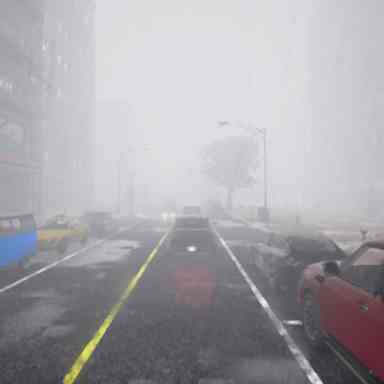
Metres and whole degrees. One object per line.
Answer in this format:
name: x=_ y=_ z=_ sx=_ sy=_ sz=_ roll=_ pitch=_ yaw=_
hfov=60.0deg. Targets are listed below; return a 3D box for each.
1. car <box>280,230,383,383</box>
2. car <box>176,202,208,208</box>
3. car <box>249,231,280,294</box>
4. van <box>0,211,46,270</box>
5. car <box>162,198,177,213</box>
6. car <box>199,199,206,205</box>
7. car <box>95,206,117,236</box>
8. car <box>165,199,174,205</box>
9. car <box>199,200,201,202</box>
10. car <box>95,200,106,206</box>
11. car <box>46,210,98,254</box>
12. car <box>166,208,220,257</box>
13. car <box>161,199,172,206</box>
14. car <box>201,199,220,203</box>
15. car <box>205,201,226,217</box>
car: x=2.693 y=1.351 z=3.332 sx=2.192 sy=1.841 sz=5.009 roll=0 pitch=-1 yaw=0
car: x=0.006 y=1.840 z=27.542 sx=2.033 sy=1.411 sz=5.357 roll=0 pitch=-1 yaw=0
car: x=2.691 y=1.658 z=8.851 sx=1.947 sy=1.339 sz=4.313 roll=0 pitch=-1 yaw=0
van: x=-5.689 y=1.434 z=8.853 sx=1.690 sy=1.788 sz=3.998 roll=0 pitch=-1 yaw=0
car: x=-3.025 y=1.985 z=45.558 sx=2.128 sy=1.511 sz=4.902 roll=0 pitch=-1 yaw=0
car: x=2.679 y=2.483 z=85.608 sx=1.752 sy=1.417 sz=4.829 roll=0 pitch=-1 yaw=0
car: x=-5.691 y=1.775 z=19.896 sx=1.947 sy=1.339 sz=4.313 roll=0 pitch=-1 yaw=0
car: x=-5.701 y=2.506 z=85.437 sx=2.008 sy=1.369 sz=4.403 roll=0 pitch=-1 yaw=0
car: x=2.681 y=2.367 z=74.373 sx=1.887 sy=1.381 sz=4.507 roll=0 pitch=-1 yaw=0
car: x=-16.433 y=1.938 z=54.968 sx=4.403 sy=1.369 sz=2.008 roll=1 pitch=-2 yaw=-1
car: x=-5.690 y=1.674 z=14.204 sx=1.752 sy=1.417 sz=4.829 roll=0 pitch=-1 yaw=0
car: x=0.021 y=1.648 z=13.506 sx=1.837 sy=1.490 sz=4.892 roll=0 pitch=0 yaw=1
car: x=-5.699 y=2.373 z=74.372 sx=2.008 sy=1.369 sz=4.403 roll=0 pitch=-1 yaw=0
car: x=2.687 y=1.767 z=41.990 sx=2.192 sy=1.841 sz=5.009 roll=0 pitch=-1 yaw=0
car: x=2.687 y=1.957 z=36.464 sx=1.947 sy=1.339 sz=4.313 roll=0 pitch=-1 yaw=0
